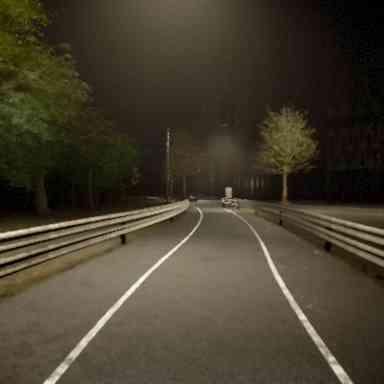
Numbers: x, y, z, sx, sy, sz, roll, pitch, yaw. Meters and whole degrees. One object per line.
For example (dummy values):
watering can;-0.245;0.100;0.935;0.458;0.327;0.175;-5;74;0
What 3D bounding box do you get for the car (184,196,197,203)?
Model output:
car;-0.312;1.486;68.473;2.128;1.511;4.902;0;0;-12
